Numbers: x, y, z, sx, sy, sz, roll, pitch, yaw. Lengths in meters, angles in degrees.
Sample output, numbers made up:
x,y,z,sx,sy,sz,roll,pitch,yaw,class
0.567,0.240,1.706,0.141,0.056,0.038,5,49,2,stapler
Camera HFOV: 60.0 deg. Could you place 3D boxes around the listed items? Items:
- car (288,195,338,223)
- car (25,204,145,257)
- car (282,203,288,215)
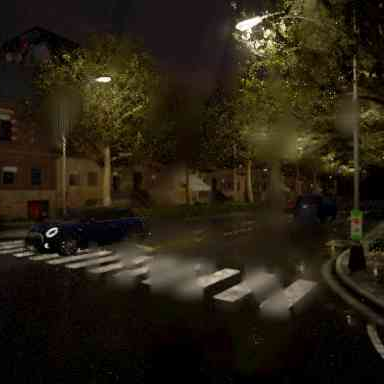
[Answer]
x,y,z,sx,sy,sz,roll,pitch,yaw,class
9.702,1.242,25.925,2.150,2.045,5.566,0,0,35,car
-4.137,1.385,13.348,2.097,1.767,4.553,0,0,42,car
10.721,1.509,33.669,1.882,1.535,5.008,0,0,36,car
